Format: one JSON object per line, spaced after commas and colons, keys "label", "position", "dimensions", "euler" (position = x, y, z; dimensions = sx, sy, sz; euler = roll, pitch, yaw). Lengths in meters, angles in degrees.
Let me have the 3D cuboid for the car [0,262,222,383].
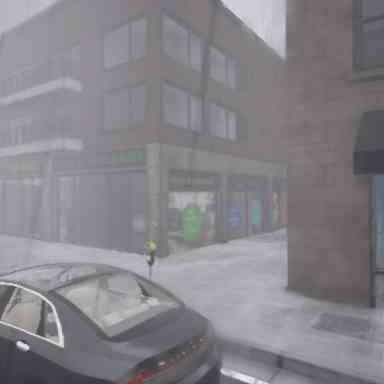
{"label": "car", "position": [-1.746, 1.571, 4.093], "dimensions": [4.403, 1.369, 2.008], "euler": [0, 0, 35]}
